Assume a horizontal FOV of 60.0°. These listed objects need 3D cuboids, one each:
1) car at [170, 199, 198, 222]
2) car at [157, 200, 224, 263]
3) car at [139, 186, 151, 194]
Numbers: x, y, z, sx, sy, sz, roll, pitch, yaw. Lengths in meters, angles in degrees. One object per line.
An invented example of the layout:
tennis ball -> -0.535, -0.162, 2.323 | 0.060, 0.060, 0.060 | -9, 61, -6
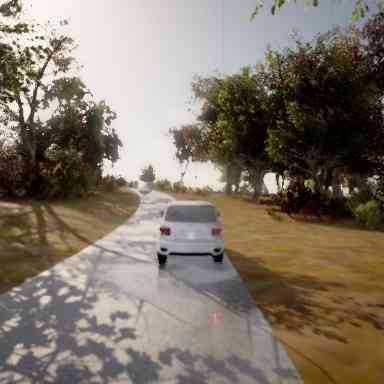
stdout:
car -> -0.802, 1.431, 27.514 | 2.033, 1.411, 5.357 | 1, 2, -4
car -> -0.080, 1.314, 12.572 | 2.150, 2.045, 5.566 | 1, 1, -1
car -> -9.182, -0.376, 64.508 | 1.812, 1.442, 4.674 | 2, 2, -12
